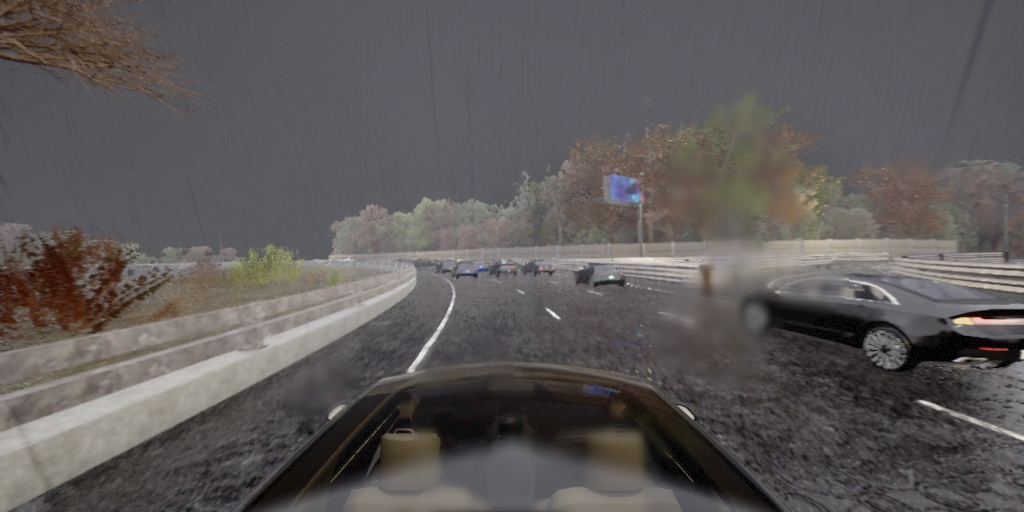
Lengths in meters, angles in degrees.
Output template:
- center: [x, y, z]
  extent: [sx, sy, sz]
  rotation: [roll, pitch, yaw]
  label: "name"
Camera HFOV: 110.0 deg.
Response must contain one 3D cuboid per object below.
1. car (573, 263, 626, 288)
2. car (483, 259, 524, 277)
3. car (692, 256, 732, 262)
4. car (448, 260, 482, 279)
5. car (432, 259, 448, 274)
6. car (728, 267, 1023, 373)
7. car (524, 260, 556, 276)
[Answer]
- center: [5.195, 1.130, 21.858]
  extent: [1.994, 1.385, 4.181]
  rotation: [-1, 0, -10]
  label: "car"
- center: [-0.912, 1.114, 33.205]
  extent: [2.128, 1.511, 4.902]
  rotation: [-1, 0, -16]
  label: "car"
- center: [22.443, 0.689, 39.855]
  extent: [4.674, 1.442, 1.812]
  rotation: [-1, 0, 10]
  label: "car"
- center: [-4.294, 1.253, 32.315]
  extent: [1.994, 1.385, 4.181]
  rotation: [-1, 0, -16]
  label: "car"
- center: [-7.499, 1.270, 41.485]
  extent: [1.994, 1.385, 4.181]
  rotation: [-1, 0, -23]
  label: "car"
- center: [6.814, 1.092, 7.206]
  extent: [2.128, 1.511, 4.902]
  rotation: [-1, 0, -3]
  label: "car"
- center: [2.419, 1.104, 34.294]
  extent: [2.033, 1.411, 5.357]
  rotation: [-1, 0, -16]
  label: "car"
